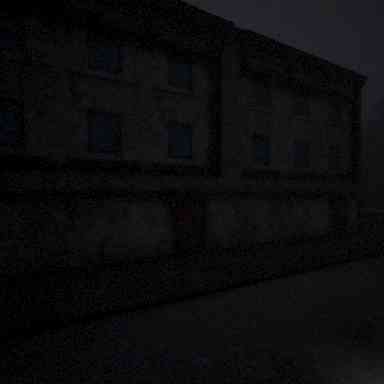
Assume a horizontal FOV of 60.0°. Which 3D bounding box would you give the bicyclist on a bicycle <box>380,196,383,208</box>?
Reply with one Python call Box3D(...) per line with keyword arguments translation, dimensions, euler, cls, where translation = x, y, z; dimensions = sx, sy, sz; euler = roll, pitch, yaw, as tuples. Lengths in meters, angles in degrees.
Box3D(translation=(25.923, 1.347, 45.126), dimensions=(1.656, 1.620, 0.582), euler=(0, 0, -36), cls="bicyclist on a bicycle")
